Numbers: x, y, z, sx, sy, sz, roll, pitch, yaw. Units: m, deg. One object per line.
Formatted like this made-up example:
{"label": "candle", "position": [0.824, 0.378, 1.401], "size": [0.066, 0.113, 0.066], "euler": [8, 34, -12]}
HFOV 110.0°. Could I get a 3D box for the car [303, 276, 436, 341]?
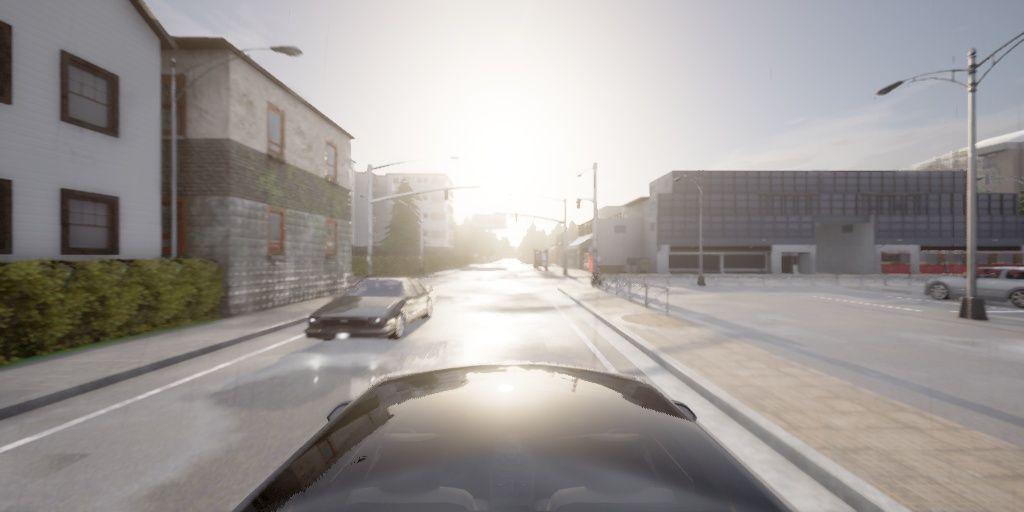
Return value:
{"label": "car", "position": [-3.523, 1.290, 10.157], "size": [2.033, 1.411, 5.357], "euler": [0, 0, 1]}
